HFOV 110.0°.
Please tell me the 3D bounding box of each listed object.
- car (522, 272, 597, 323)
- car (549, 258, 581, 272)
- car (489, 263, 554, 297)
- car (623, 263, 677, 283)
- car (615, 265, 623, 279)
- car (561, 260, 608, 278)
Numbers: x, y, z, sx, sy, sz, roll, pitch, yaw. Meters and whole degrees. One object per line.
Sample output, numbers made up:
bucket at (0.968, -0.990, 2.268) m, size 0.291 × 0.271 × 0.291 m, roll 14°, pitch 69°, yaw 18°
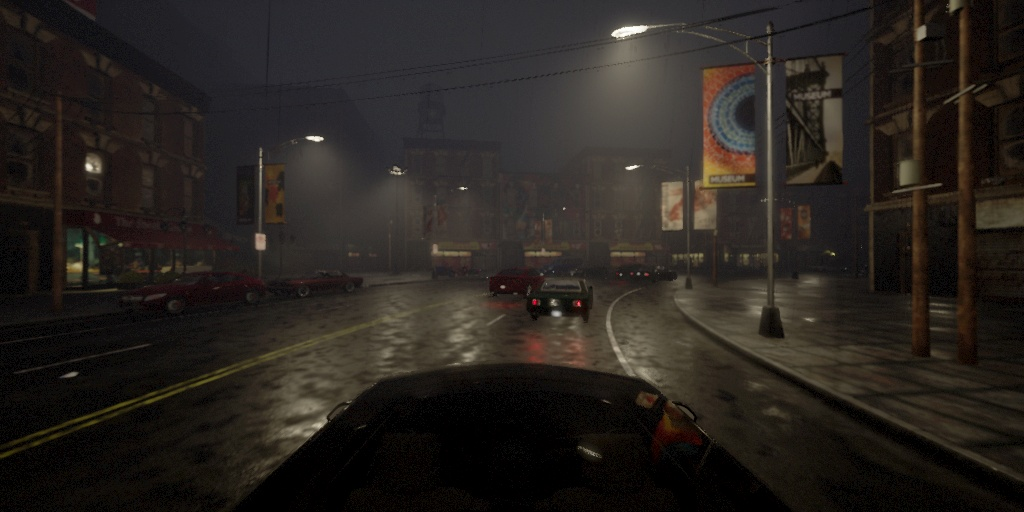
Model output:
car at (1.874, 1.419, 12.657) m, size 1.895 × 1.301 × 4.718 m, roll 0°, pitch 0°, yaw 15°
car at (5.447, 1.199, 38.379) m, size 5.566 × 2.045 × 2.150 m, roll 0°, pitch -1°, yaw -41°
car at (0.508, 1.333, 19.199) m, size 1.882 × 1.535 × 5.008 m, roll 0°, pitch 0°, yaw 22°
car at (11.897, 1.484, 30.099) m, size 5.357 × 1.411 × 2.033 m, roll 0°, pitch -1°, yaw -42°
car at (11.872, 1.466, 34.367) m, size 4.892 × 1.490 × 1.837 m, roll 1°, pitch -1°, yaw -39°
car at (7.537, 1.454, 35.508) m, size 4.902 × 1.511 × 2.128 m, roll 0°, pitch -1°, yaw -41°
